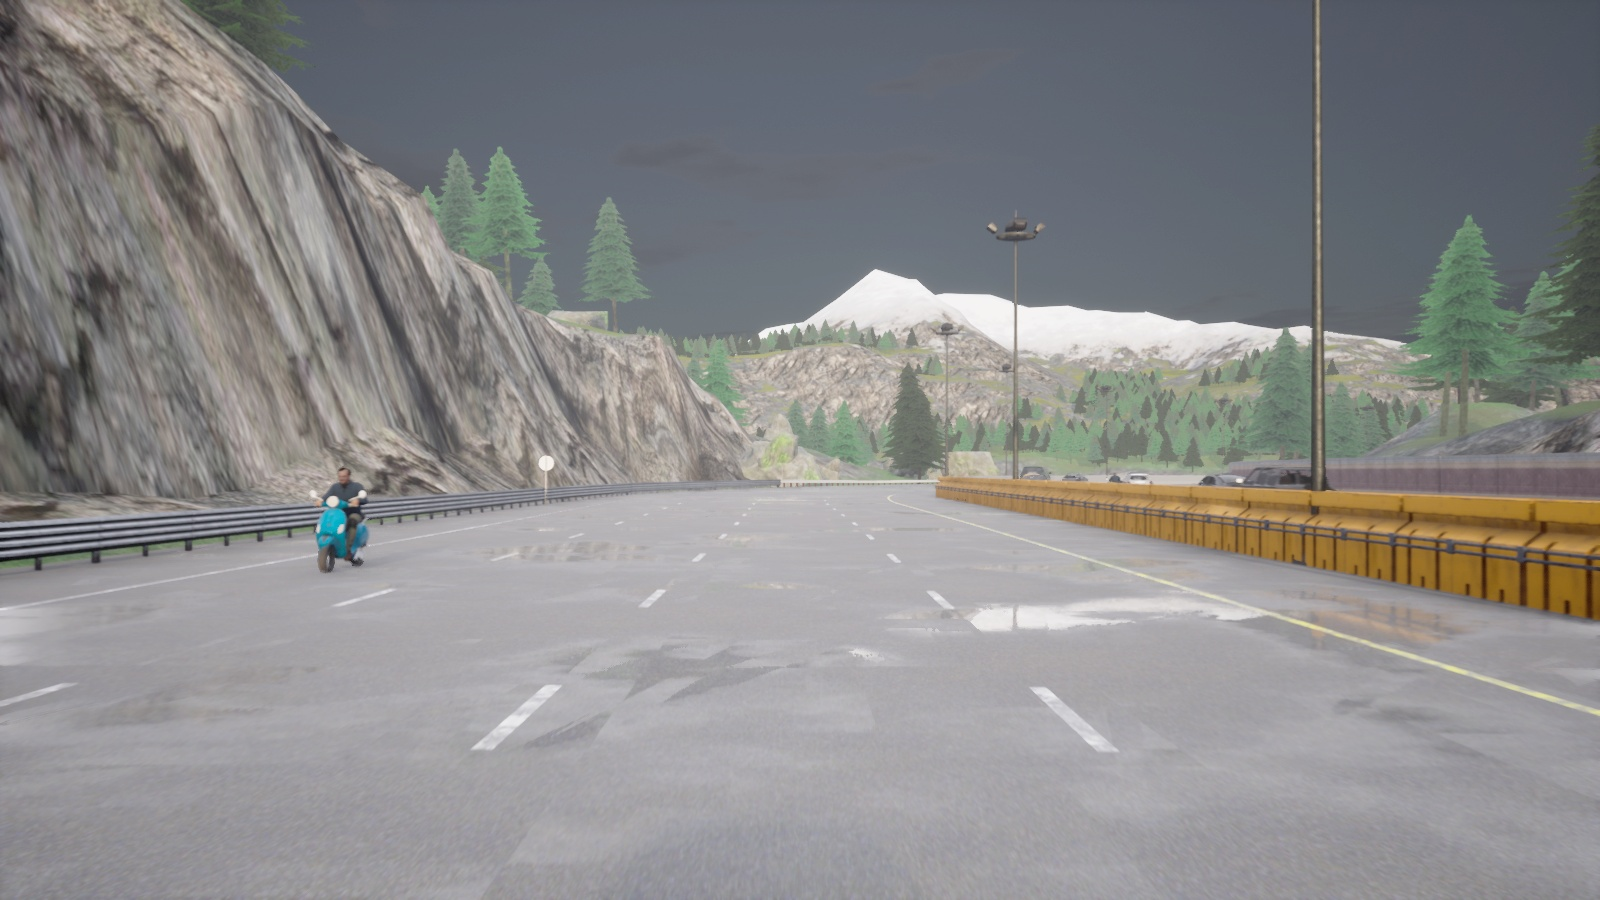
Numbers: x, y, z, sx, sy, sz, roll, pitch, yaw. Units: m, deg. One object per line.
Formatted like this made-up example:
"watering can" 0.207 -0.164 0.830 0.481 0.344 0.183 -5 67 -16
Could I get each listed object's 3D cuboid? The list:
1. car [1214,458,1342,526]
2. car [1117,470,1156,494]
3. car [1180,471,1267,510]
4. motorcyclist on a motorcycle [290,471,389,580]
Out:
"car" 13.900 1.192 36.830 1.932 1.855 4.605 0 -1 0
"car" 21.928 2.063 81.898 1.970 1.475 3.806 0 -1 8
"car" 17.198 1.608 51.240 1.837 1.490 4.892 0 -1 -1
"motorcyclist on a motorcycle" -7.045 1.120 19.320 0.866 1.590 1.817 0 -1 0
